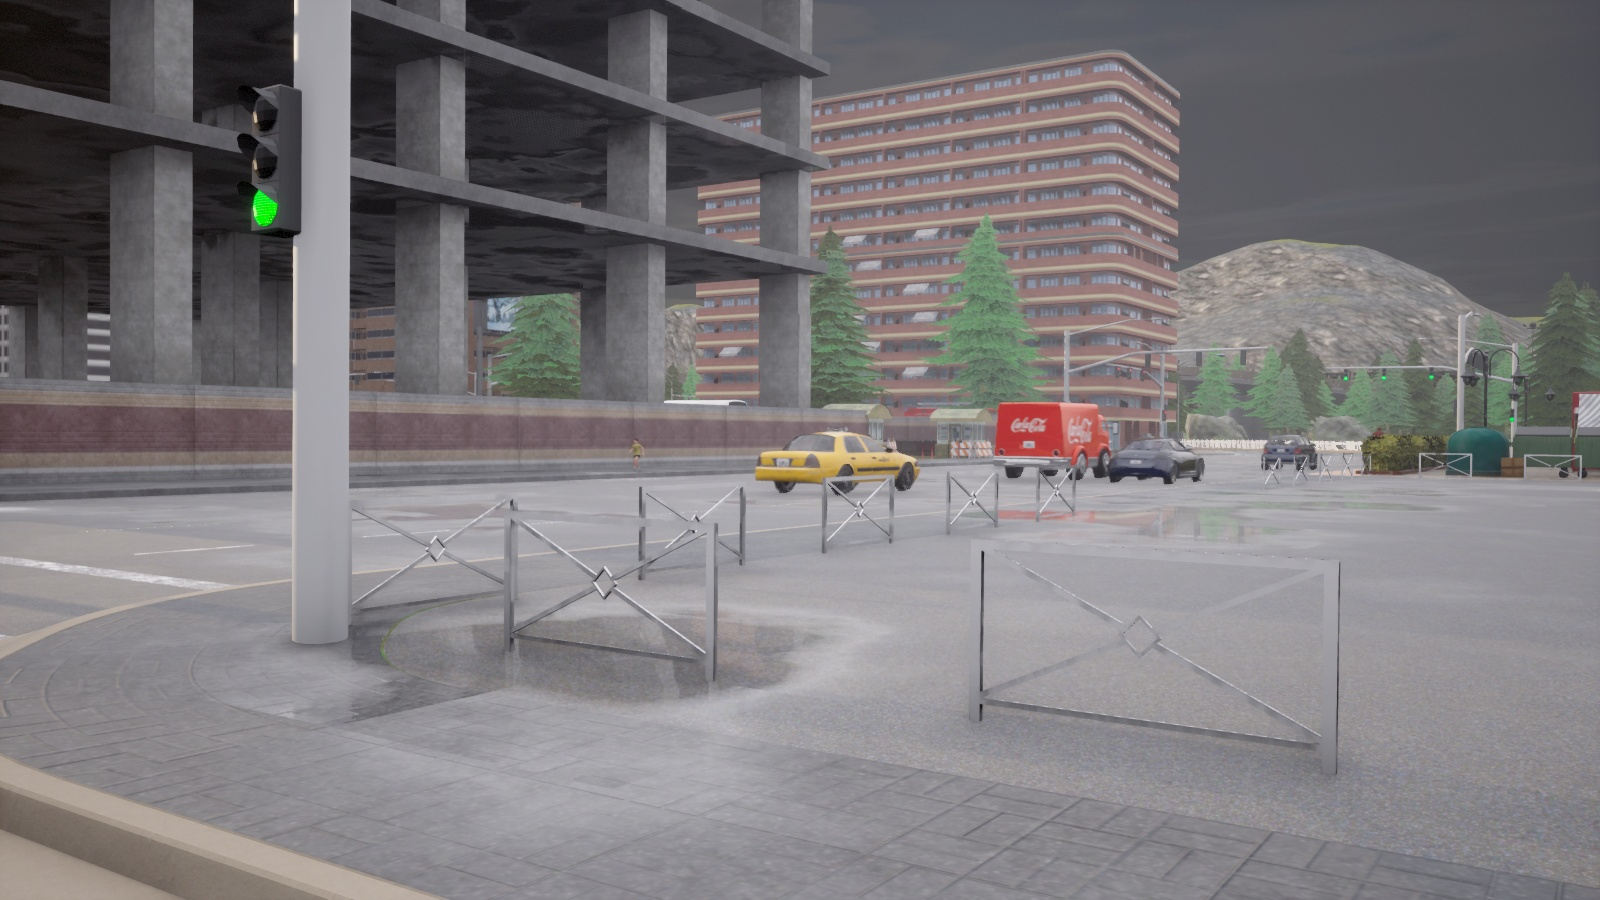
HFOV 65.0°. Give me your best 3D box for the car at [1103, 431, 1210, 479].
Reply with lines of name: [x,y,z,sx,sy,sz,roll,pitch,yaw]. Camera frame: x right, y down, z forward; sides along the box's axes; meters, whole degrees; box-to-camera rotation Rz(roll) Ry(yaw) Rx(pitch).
car: [11.076,0.110,38.823,1.994,1.385,4.181,0,1,33]

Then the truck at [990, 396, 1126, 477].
truck: [8.574,-0.453,41.386,2.627,2.467,5.204,0,1,33]

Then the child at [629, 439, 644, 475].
child: [-5.157,0.216,39.611,0.255,1.110,0.394,0,1,32]

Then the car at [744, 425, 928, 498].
car: [0.980,0.198,29.875,1.801,1.575,5.366,0,1,33]

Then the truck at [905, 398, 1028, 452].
truck: [12.105,-1.798,91.877,8.468,3.827,2.891,0,1,34]

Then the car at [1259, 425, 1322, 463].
car: [21.124,-0.275,54.054,1.789,1.549,3.705,0,1,33]
